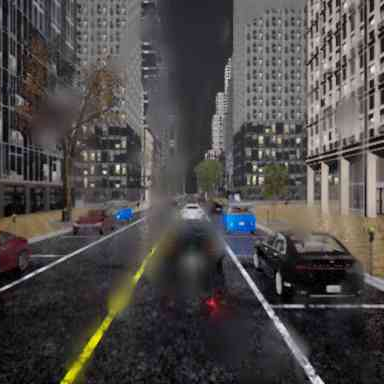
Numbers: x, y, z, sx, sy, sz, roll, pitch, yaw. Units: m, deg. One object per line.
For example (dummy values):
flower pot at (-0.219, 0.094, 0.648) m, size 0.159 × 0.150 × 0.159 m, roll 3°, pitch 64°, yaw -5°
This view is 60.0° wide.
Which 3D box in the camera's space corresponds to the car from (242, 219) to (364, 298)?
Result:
car at (2.686, 1.618, 8.489) m, size 2.008 × 1.369 × 4.403 m, roll -1°, pitch 0°, yaw 0°

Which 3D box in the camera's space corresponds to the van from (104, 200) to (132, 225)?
van at (-5.691, 1.540, 25.545) m, size 1.690 × 1.788 × 3.998 m, roll -1°, pitch 0°, yaw 0°

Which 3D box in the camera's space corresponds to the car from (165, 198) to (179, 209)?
car at (-3.032, 1.952, 51.057) m, size 1.994 × 1.385 × 4.181 m, roll 0°, pitch -1°, yaw 1°

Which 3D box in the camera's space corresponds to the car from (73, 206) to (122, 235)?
car at (-5.691, 1.737, 19.859) m, size 1.802 × 1.307 × 4.206 m, roll -1°, pitch 0°, yaw 0°

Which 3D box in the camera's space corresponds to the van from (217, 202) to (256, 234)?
van at (2.687, 1.496, 19.858) m, size 1.690 × 1.788 × 3.998 m, roll -1°, pitch 0°, yaw 0°

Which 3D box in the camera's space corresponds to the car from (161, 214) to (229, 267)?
car at (0.043, 1.694, 11.802) m, size 1.895 × 1.301 × 4.718 m, roll 0°, pitch 0°, yaw 1°

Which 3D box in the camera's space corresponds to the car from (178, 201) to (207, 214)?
car at (0.059, 1.743, 28.119) m, size 1.812 × 1.442 × 4.674 m, roll 0°, pitch 0°, yaw 1°

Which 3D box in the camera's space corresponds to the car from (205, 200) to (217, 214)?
car at (2.748, 1.849, 36.906) m, size 1.947 × 1.339 × 4.313 m, roll -1°, pitch 0°, yaw 0°

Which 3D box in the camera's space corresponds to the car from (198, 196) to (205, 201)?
car at (2.577, 1.965, 87.204) m, size 2.192 × 1.841 × 5.009 m, roll 0°, pitch 0°, yaw 0°

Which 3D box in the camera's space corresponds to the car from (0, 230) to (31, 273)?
car at (-5.695, 1.649, 8.491) m, size 1.802 × 1.307 × 4.206 m, roll -1°, pitch 0°, yaw 0°

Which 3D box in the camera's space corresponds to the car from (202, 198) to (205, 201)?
car at (2.828, 1.932, 48.274) m, size 1.947 × 1.339 × 4.313 m, roll -1°, pitch 0°, yaw 0°

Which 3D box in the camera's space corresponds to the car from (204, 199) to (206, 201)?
car at (2.808, 1.906, 42.589) m, size 1.802 × 1.307 × 4.206 m, roll -1°, pitch 0°, yaw 0°
